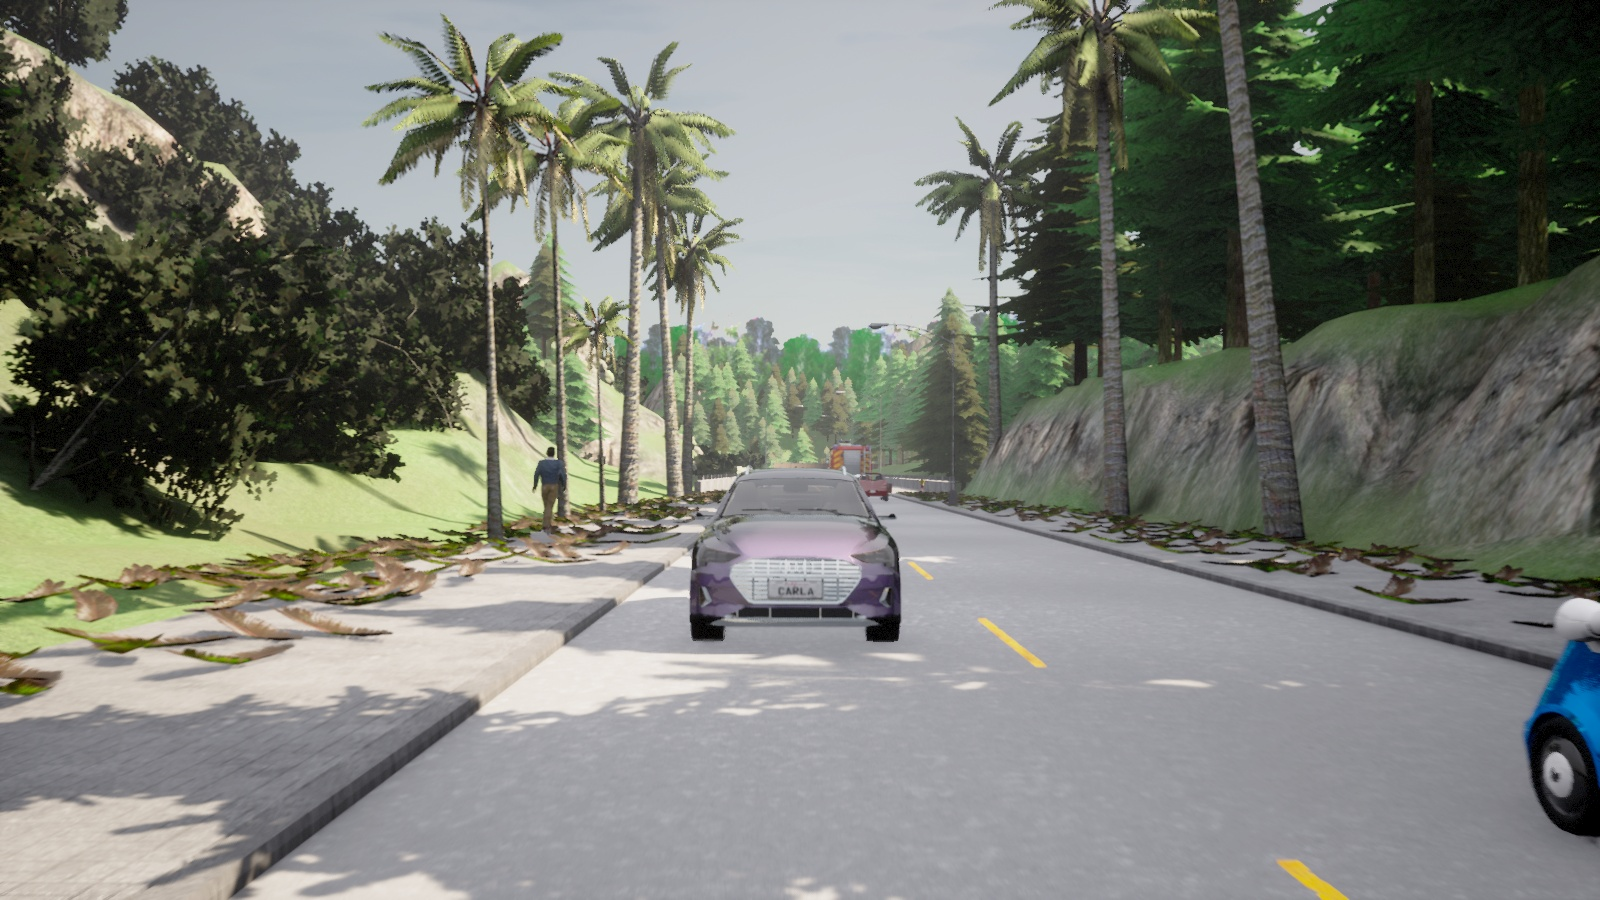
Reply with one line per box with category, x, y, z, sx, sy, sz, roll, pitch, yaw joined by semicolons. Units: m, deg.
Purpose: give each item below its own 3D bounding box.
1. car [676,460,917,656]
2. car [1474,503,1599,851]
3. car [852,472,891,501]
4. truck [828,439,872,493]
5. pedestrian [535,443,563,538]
car;-0.037;0.964;13.037;2.033;1.649;4.856;0;-1;0
car;3.985;0.935;4.927;1.481;1.376;2.207;0;0;0
car;3.749;1.930;66.658;1.845;1.501;3.633;0;-1;0
truck;3.637;1.190;92.865;2.891;3.827;8.468;0;-1;0
pedestrian;-5.223;0.833;26.163;0.423;1.949;0.788;0;-1;0
